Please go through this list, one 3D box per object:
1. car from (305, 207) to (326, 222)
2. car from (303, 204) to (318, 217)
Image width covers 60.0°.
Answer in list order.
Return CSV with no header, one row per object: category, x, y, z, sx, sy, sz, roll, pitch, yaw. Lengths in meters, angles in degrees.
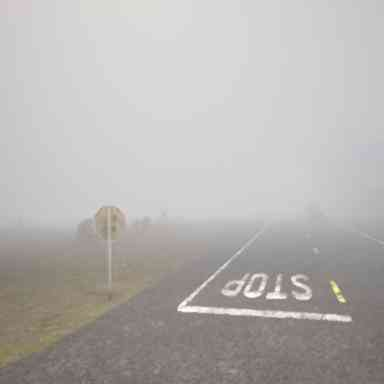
car,15.170,2.844,40.501,1.994,1.385,4.181,-3,-3,17
car,18.076,2.830,50.239,2.150,2.045,5.566,-3,-2,17
